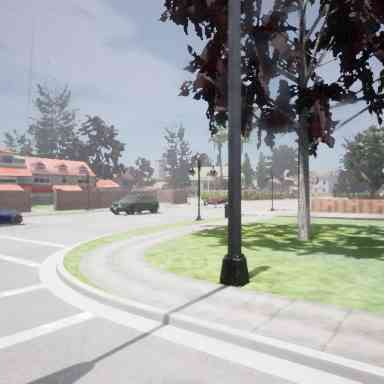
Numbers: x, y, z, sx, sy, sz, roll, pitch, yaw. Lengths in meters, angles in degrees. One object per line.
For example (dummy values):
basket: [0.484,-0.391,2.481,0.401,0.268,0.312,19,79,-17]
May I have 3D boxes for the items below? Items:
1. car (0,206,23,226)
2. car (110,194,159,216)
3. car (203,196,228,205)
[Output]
car: [-13.322,1.575,21.590,1.994,1.385,4.181,0,0,33]
car: [-5.583,1.224,33.142,2.150,2.045,5.566,0,0,34]
car: [3.346,1.195,46.204,1.882,1.535,5.008,0,0,34]
